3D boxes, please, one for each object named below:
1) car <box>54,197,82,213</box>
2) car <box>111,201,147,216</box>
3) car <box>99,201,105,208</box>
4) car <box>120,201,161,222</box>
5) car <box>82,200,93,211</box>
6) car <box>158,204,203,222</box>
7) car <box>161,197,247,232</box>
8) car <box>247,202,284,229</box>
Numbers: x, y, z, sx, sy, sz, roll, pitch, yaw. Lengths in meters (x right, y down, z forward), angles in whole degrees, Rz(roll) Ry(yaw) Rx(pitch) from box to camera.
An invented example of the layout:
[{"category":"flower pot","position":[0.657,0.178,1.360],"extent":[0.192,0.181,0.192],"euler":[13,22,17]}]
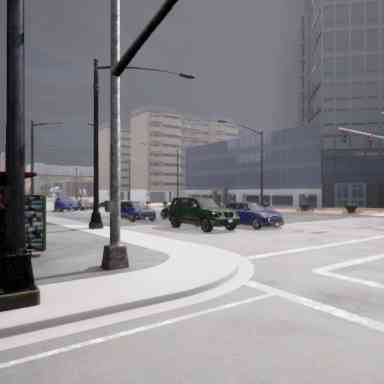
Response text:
[{"category":"car","position":[-17.713,1.769,46.531],"extent":[2.150,2.045,5.566],"euler":[0,-1,-36]},{"category":"car","position":[-7.225,1.843,37.926],"extent":[2.128,1.511,4.902],"euler":[0,-1,-36]},{"category":"car","position":[-15.892,2.274,62.111],"extent":[1.994,1.385,4.181],"euler":[0,-1,-36]},{"category":"car","position":[-4.945,1.577,28.814],"extent":[2.097,1.767,4.553],"euler":[0,-1,-36]},{"category":"car","position":[-16.361,1.973,50.668],"extent":[2.097,1.767,4.553],"euler":[0,-1,-36]},{"category":"car","position":[-1.099,1.764,29.467],"extent":[1.994,1.385,4.181],"euler":[0,-1,-36]},{"category":"car","position":[0.570,1.331,21.210],"extent":[2.150,2.045,5.566],"euler":[0,-1,-36]},{"category":"car","position":[3.975,1.454,22.476],"extent":[2.097,1.767,4.553],"euler":[0,-1,-36]}]
